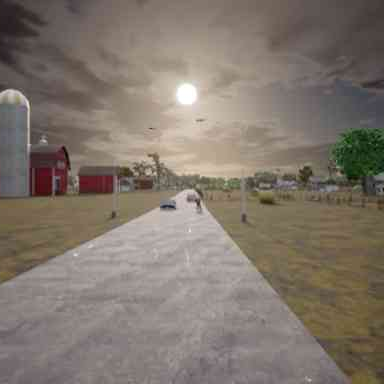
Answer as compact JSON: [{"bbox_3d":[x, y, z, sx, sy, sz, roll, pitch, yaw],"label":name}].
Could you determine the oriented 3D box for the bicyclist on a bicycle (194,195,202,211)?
[{"bbox_3d":[0.754,1.368,37.366,0.582,1.620,1.656,0,0,0],"label":"bicyclist on a bicycle"}]

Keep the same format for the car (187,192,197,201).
[{"bbox_3d":[0.002,1.101,64.742,1.994,1.385,4.181,0,1,0],"label":"car"}]

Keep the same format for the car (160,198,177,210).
[{"bbox_3d":[-2.841,1.437,40.861,2.033,1.411,5.357,0,0,0],"label":"car"}]

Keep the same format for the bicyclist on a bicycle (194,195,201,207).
[{"bbox_3d":[0.751,1.270,46.360,0.866,1.612,1.509,0,1,0],"label":"bicyclist on a bicycle"}]

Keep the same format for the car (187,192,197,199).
[{"bbox_3d":[-0.002,0.735,76.126,2.033,1.411,5.357,0,1,0],"label":"car"}]
